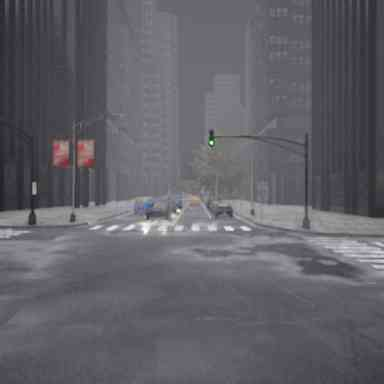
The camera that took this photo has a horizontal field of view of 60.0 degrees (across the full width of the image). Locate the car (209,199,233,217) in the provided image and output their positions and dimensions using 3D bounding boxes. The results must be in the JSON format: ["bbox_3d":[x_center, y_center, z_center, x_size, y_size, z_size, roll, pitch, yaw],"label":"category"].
[{"bbox_3d":[2.992,1.680,32.110,2.008,1.369,4.403,0,0,1],"label":"car"}]

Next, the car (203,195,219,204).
[{"bbox_3d":[3.163,1.507,48.649,2.192,1.841,5.009,0,0,1],"label":"car"}]

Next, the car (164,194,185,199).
[{"bbox_3d":[-2.587,1.399,49.952,2.150,2.045,5.566,0,0,1],"label":"car"}]

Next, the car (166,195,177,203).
[{"bbox_3d":[-5.021,1.607,81.807,2.192,1.841,5.009,0,0,1],"label":"car"}]

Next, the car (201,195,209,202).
[{"bbox_3d":[3.618,1.680,92.751,2.192,1.841,5.009,0,0,1],"label":"car"}]

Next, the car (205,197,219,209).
[{"bbox_3d":[3.105,1.722,43.135,2.008,1.369,4.403,0,0,1],"label":"car"}]

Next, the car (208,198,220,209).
[{"bbox_3d":[3.050,1.676,37.792,1.752,1.417,4.829,0,0,1],"label":"car"}]

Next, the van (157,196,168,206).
[{"bbox_3d":[-5.248,1.547,59.758,1.690,1.788,3.998,0,0,1],"label":"van"}]

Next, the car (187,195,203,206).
[{"bbox_3d":[0.513,1.703,59.714,1.882,1.535,5.008,0,0,1],"label":"car"}]

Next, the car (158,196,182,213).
[{"bbox_3d":[-2.740,1.629,39.354,2.128,1.511,4.902,0,0,1],"label":"car"}]

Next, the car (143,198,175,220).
[{"bbox_3d":[-2.864,1.578,29.780,1.882,1.535,5.008,0,0,1],"label":"car"}]

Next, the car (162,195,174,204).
[{"bbox_3d":[-5.134,1.564,70.783,2.192,1.841,5.009,0,0,1],"label":"car"}]

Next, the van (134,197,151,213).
[{"bbox_3d":[-5.475,1.462,37.709,1.690,1.788,3.998,0,0,1],"label":"van"}]

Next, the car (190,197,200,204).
[{"bbox_3d":[0.619,1.806,70.055,2.033,1.411,5.357,0,0,1],"label":"car"}]
